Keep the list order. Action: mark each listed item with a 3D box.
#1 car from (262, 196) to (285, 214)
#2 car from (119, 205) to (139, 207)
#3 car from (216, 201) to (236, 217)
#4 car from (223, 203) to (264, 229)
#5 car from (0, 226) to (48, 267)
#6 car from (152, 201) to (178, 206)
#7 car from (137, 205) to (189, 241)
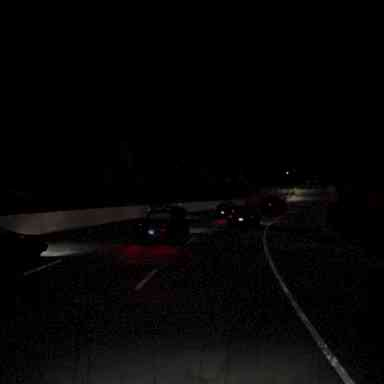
[{"bbox_3d":[9.691,1.515,39.508,2.150,2.045,5.566,0,0,22],"label":"car"},{"bbox_3d":[-6.513,1.714,37.271,1.882,1.535,5.008,0,-1,21],"label":"car"},{"bbox_3d":[3.831,1.747,34.252,1.837,1.490,4.892,0,0,21],"label":"car"},{"bbox_3d":[3.657,1.730,23.048,1.994,1.385,4.181,0,0,16],"label":"car"},{"bbox_3d":[-6.249,1.596,9.323,2.033,1.411,5.357,0,0,6],"label":"car"},{"bbox_3d":[-2.054,1.539,28.260,2.097,1.767,4.553,0,0,18],"label":"car"},{"bbox_3d":[-1.395,1.640,17.237,1.812,1.442,4.674,0,0,11],"label":"car"}]
